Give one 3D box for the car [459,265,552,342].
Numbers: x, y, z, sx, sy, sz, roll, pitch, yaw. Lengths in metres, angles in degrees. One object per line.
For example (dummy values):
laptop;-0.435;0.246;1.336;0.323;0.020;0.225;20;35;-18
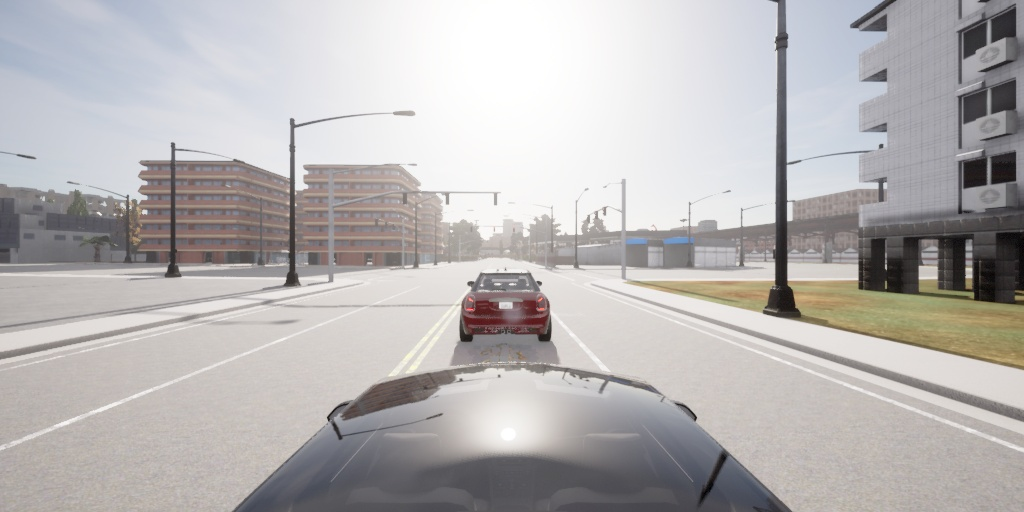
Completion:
car;-0.196;1.102;9.965;2.097;1.767;4.553;0;0;-2
